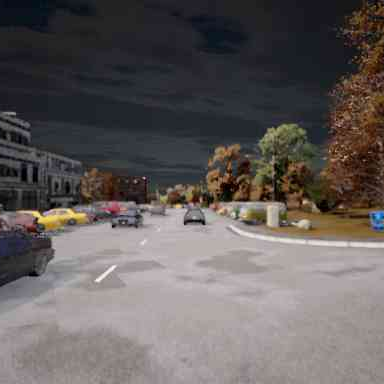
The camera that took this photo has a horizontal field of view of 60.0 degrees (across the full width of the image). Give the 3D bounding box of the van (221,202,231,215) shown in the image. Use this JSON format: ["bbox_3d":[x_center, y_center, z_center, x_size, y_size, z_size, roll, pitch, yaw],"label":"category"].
[{"bbox_3d":[6.502,2.283,42.411,4.442,1.987,1.878,1,-2,-20],"label":"van"}]

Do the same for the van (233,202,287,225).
[{"bbox_3d":[6.420,1.947,30.640,4.442,1.987,1.878,1,-1,-20],"label":"van"}]

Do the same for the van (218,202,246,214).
[{"bbox_3d":[6.815,2.739,57.214,4.442,1.987,1.878,1,-2,-20],"label":"van"}]

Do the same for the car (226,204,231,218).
[{"bbox_3d":[6.571,2.381,36.558,4.674,1.452,2.002,1,-1,-20],"label":"car"}]

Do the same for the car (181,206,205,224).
[{"bbox_3d":[0.234,2.276,31.518,1.994,1.385,4.181,0,-2,0],"label":"car"}]

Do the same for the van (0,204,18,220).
[{"bbox_3d":[-11.273,1.551,16.310,4.442,1.987,1.878,0,-2,-20],"label":"van"}]

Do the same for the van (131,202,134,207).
[{"bbox_3d":[-11.278,2.464,48.474,4.442,1.987,1.878,0,-2,-20],"label":"van"}]

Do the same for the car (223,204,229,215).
[{"bbox_3d":[6.588,2.466,39.502,4.674,1.452,2.002,1,-1,-20],"label":"car"}]

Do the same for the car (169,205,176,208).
[{"bbox_3d":[-4.652,2.815,62.977,2.033,1.411,5.357,0,-2,0],"label":"car"}]

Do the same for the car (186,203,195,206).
[{"bbox_3d":[0.328,3.111,59.411,1.994,1.385,4.181,0,-2,1],"label":"car"}]

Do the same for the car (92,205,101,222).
[{"bbox_3d":[-11.253,2.208,30.923,4.792,1.488,2.163,0,-2,-19],"label":"car"}]

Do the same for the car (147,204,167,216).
[{"bbox_3d":[-4.829,2.682,47.520,1.837,1.490,4.892,0,-2,1],"label":"car"}]

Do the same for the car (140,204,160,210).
[{"bbox_3d":[-10.906,3.914,86.625,4.892,1.521,2.231,0,-2,-20],"label":"car"}]

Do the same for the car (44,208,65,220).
[{"bbox_3d":[-11.521,1.935,22.063,5.366,1.575,1.946,0,-1,-20],"label":"car"}]

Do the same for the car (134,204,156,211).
[{"bbox_3d":[-10.971,3.667,77.832,4.674,1.452,2.002,0,-2,-20],"label":"car"}]

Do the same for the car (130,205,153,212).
[{"bbox_3d":[-11.010,3.477,71.967,4.674,1.452,2.002,0,-2,-20],"label":"car"}]

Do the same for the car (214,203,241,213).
[{"bbox_3d":[6.720,3.024,63.042,4.553,1.767,2.185,1,-2,-20],"label":"car"}]

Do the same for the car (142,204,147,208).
[{"bbox_3d":[-11.120,2.931,60.236,4.553,1.767,2.185,0,-2,-20],"label":"car"}]

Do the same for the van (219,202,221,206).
[{"bbox_3d":[6.758,2.465,48.383,4.442,1.987,1.878,1,-2,-20],"label":"van"}]

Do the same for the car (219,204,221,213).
[{"bbox_3d":[6.622,2.638,45.394,4.674,1.452,2.002,1,-2,-20],"label":"car"}]

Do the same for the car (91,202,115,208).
[{"bbox_3d":[-11.281,2.218,36.783,4.553,1.767,2.185,0,-2,-20],"label":"car"}]

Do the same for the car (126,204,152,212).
[{"bbox_3d":[-11.038,3.343,69.040,4.892,1.521,2.231,0,-2,-20],"label":"car"}]

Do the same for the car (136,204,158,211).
[{"bbox_3d":[-10.956,3.723,80.766,4.892,1.521,2.231,0,-2,-20],"label":"car"}]

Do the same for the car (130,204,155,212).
[{"bbox_3d":[-11.160,3.529,74.833,5.366,1.575,1.946,0,-2,-20],"label":"car"}]

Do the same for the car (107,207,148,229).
[{"bbox_3d":[-5.000,2.129,26.224,1.994,1.385,4.181,0,-2,0],"label":"car"}]

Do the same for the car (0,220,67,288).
[{"bbox_3d":[-5.090,1.627,7.902,2.033,1.411,5.357,0,-1,0],"label":"car"}]

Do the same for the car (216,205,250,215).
[{"bbox_3d":[6.678,2.869,54.220,4.892,1.521,2.231,1,-2,-20],"label":"car"}]

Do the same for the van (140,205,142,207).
[{"bbox_3d":[-11.022,2.644,54.425,4.442,1.987,1.878,0,-2,-20],"label":"van"}]

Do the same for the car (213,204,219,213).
[{"bbox_3d":[6.492,2.770,51.213,5.366,1.575,1.946,1,-2,-20],"label":"car"}]

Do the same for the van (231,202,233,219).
[{"bbox_3d":[6.657,2.035,33.670,4.442,1.987,1.878,1,-2,-20],"label":"van"}]

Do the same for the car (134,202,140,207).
[{"bbox_3d":[-11.141,2.779,51.442,5.008,1.535,2.097,0,-2,-20],"label":"car"}]

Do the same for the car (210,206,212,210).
[{"bbox_3d":[6.812,3.372,68.946,4.792,1.488,2.163,1,-2,-20],"label":"car"}]

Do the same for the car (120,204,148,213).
[{"bbox_3d":[-11.074,3.152,63.170,4.892,1.521,2.231,0,-2,-20],"label":"car"}]

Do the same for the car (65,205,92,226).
[{"bbox_3d":[-11.480,2.095,27.922,5.366,1.575,1.946,0,-1,-20],"label":"car"}]

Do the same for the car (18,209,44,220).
[{"bbox_3d":[-11.390,1.887,19.179,4.792,1.488,2.163,0,-1,-20],"label":"car"}]

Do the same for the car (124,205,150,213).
[{"bbox_3d":[-11.020,3.276,66.114,4.792,1.488,2.163,0,-2,-20],"label":"car"}]

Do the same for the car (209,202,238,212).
[{"bbox_3d":[6.784,3.185,71.871,5.566,2.045,2.435,1,-2,-20],"label":"car"}]

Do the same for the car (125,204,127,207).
[{"bbox_3d":[-11.208,2.554,42.648,4.674,1.452,2.002,0,-2,-20],"label":"car"}]

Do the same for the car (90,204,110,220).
[{"bbox_3d":[-11.258,2.262,33.850,4.892,1.521,2.231,0,-1,-20],"label":"car"}]

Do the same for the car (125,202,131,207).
[{"bbox_3d":[-11.159,2.475,45.589,4.553,1.767,2.185,0,-2,-20],"label":"car"}]

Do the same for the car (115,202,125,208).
[{"bbox_3d":[-11.255,2.177,39.709,5.566,2.045,2.435,0,-2,-20],"label":"car"}]
